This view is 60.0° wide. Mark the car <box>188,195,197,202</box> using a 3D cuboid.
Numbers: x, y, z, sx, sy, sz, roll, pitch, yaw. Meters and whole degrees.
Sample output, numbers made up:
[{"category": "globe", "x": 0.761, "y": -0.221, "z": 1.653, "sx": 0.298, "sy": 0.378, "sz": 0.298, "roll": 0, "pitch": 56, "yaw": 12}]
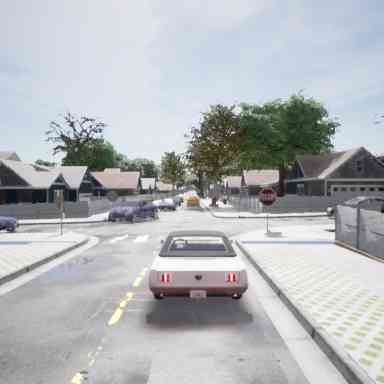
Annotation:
[{"category": "car", "x": 0.143, "y": 1.391, "z": 76.136, "sx": 2.128, "sy": 1.511, "sz": 4.902, "roll": 0, "pitch": 0, "yaw": 0}]

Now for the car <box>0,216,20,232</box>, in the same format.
[{"category": "car", "x": -13.004, "y": 1.815, "z": 20.207, "sx": 4.674, "sy": 1.442, "sz": 1.812, "roll": -2, "pitch": 0, "yaw": 2}]

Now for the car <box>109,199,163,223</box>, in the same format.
[{"category": "car", "x": -4.511, "y": 1.359, "z": 25.983, "sx": 2.097, "sy": 1.767, "sz": 4.553, "roll": -1, "pitch": 1, "yaw": 22}]

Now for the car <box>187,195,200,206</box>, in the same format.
[{"category": "car", "x": 0.197, "y": 1.382, "z": 52.026, "sx": 1.882, "sy": 1.535, "sz": 5.008, "roll": 0, "pitch": 0, "yaw": 0}]

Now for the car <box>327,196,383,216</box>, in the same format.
[{"category": "car", "x": 12.049, "y": 1.075, "z": 23.362, "sx": 4.902, "sy": 1.511, "sz": 2.128, "roll": -2, "pitch": 0, "yaw": 0}]

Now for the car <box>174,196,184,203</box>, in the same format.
[{"category": "car", "x": -2.639, "y": 1.479, "z": 67.416, "sx": 1.895, "sy": 1.301, "sz": 4.718, "roll": 0, "pitch": 0, "yaw": 0}]

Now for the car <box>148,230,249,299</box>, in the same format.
[{"category": "car", "x": 0.120, "y": 1.595, "z": 8.356, "sx": 1.895, "sy": 1.301, "sz": 4.718, "roll": 0, "pitch": 0, "yaw": 0}]

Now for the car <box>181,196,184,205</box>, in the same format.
[{"category": "car", "x": -2.710, "y": 1.428, "z": 52.957, "sx": 1.812, "sy": 1.442, "sz": 4.674, "roll": 0, "pitch": 0, "yaw": 0}]

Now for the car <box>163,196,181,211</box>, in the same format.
[{"category": "car", "x": -2.775, "y": 1.478, "z": 39.002, "sx": 2.033, "sy": 1.411, "sz": 5.357, "roll": 0, "pitch": 0, "yaw": 0}]
